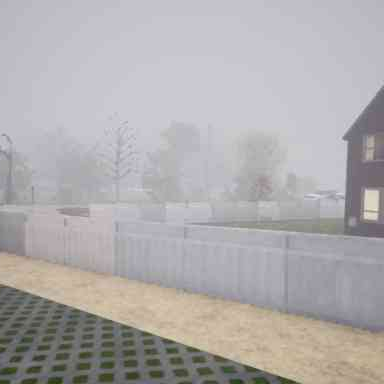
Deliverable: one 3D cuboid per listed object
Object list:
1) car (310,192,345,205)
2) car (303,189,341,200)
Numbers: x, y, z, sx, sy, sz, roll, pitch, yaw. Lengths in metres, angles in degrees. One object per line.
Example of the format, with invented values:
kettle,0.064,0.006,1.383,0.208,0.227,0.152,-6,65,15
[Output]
car,17.758,1.093,42.089,4.674,1.442,1.812,0,2,-18
car,17.999,0.680,45.572,5.566,2.045,2.150,0,2,-18
